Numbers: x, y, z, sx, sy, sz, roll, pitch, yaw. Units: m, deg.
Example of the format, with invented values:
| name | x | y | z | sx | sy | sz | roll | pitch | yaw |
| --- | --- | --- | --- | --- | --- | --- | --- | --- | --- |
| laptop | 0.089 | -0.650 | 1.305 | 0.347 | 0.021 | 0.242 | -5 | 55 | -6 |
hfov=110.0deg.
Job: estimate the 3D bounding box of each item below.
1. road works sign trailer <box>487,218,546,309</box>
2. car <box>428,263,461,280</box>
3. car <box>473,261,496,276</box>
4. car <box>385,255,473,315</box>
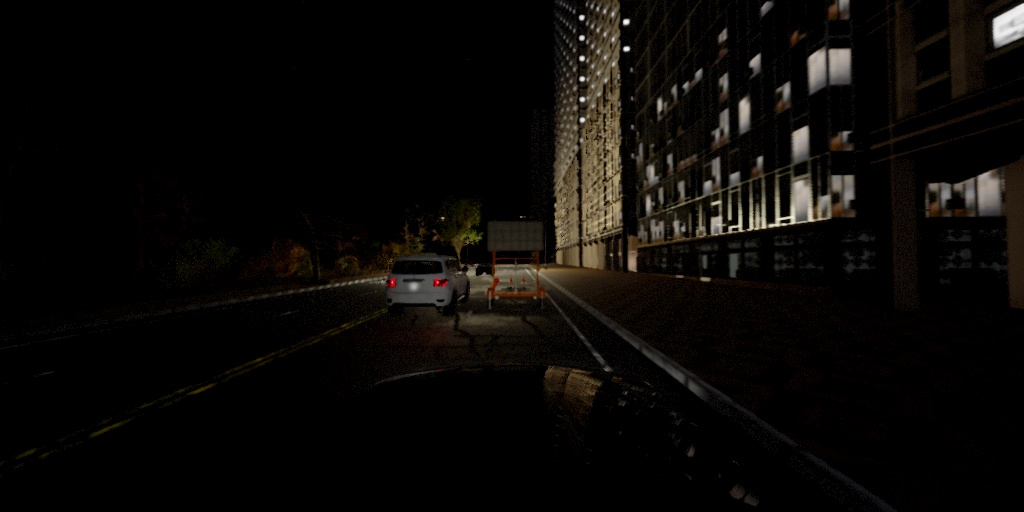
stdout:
| name | x | y | z | sx | sy | sz | roll | pitch | yaw |
| --- | --- | --- | --- | --- | --- | --- | --- | --- | --- |
| road works sign trailer | 0.169 | 0.228 | 15.072 | 2.380 | 3.560 | 2.880 | 0 | 0 | 0 |
| car | -6.229 | 1.396 | 33.853 | 2.033 | 1.411 | 5.357 | 0 | 0 | 1 |
| car | -2.735 | 1.454 | 38.370 | 1.895 | 1.301 | 4.718 | 0 | 0 | 1 |
| car | -3.005 | 0.997 | 13.767 | 2.150 | 2.045 | 5.566 | 0 | 0 | 1 |
